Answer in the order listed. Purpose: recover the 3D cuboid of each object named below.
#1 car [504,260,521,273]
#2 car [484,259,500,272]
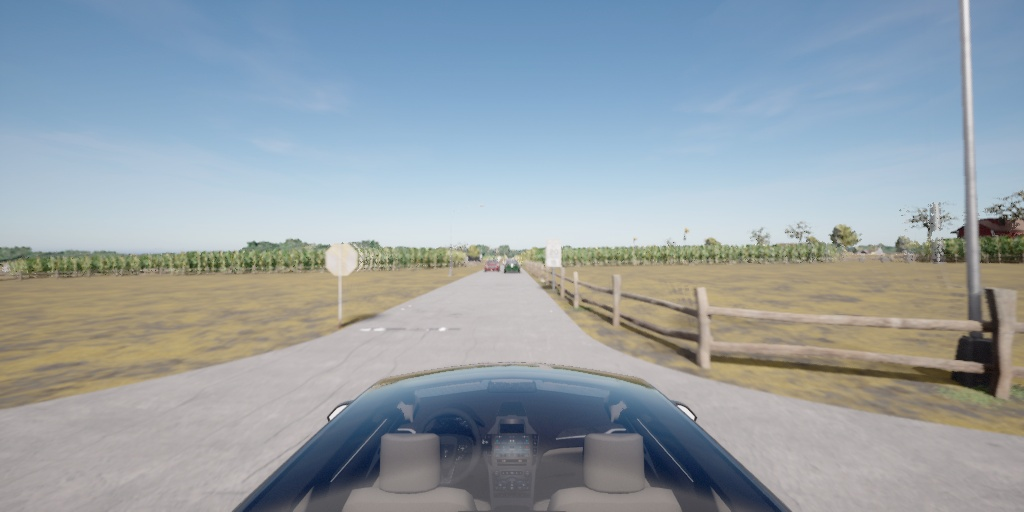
[{"bbox_3d":[0.020,1.239,45.426,2.097,1.767,4.553,0,0,0],"label":"car"},{"bbox_3d":[-2.728,1.264,50.077,2.097,1.767,4.553,0,0,0],"label":"car"}]
